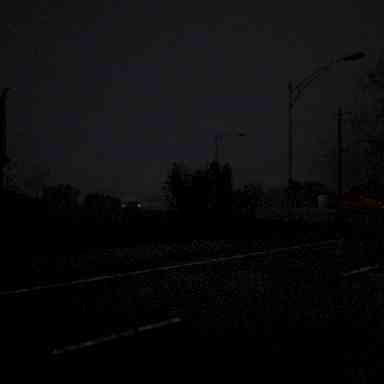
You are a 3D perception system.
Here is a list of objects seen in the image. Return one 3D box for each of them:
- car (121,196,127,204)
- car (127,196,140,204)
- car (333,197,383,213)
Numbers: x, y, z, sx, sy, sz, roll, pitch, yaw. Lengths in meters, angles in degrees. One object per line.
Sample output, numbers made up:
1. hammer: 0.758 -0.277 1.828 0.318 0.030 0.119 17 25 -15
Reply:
1. car: -13.822 1.536 57.038 2.033 1.411 5.357 0 0 -39
2. car: -11.085 1.477 59.220 1.812 1.442 4.674 0 0 -39
3. car: 17.342 1.288 34.953 1.882 1.535 5.008 0 0 -39
